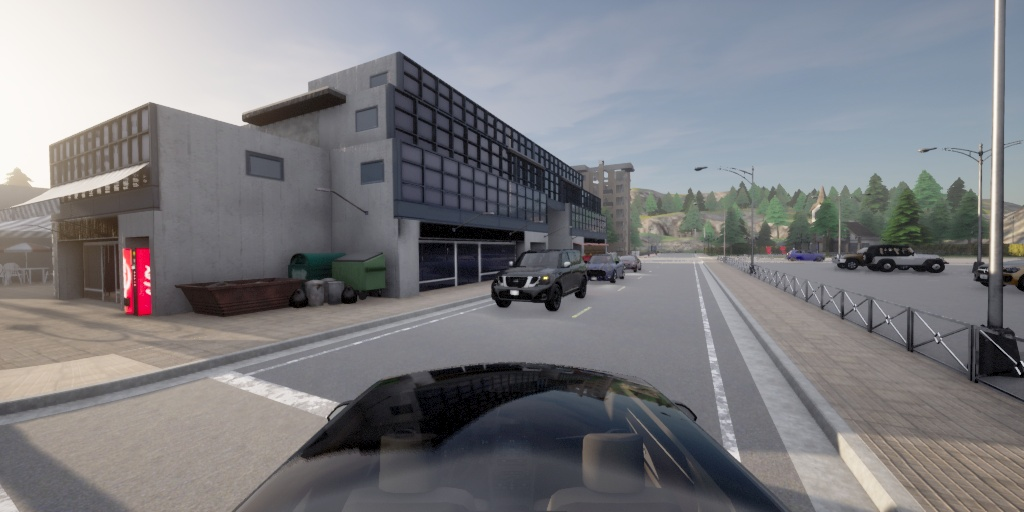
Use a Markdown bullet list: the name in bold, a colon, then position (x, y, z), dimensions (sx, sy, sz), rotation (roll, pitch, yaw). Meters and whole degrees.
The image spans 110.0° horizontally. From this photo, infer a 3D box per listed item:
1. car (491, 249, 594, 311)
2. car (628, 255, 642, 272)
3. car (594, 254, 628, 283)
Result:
- **car**: position (1.310, 0.752, 13.792), dimensions (2.150, 2.045, 5.566), rotation (0, 1, 27)
- **car**: position (10.296, 0.619, 31.737), dimensions (1.812, 1.442, 4.674), rotation (0, 1, 27)
- **car**: position (5.712, 0.668, 22.589), dimensions (2.097, 1.767, 4.553), rotation (0, 1, 27)
